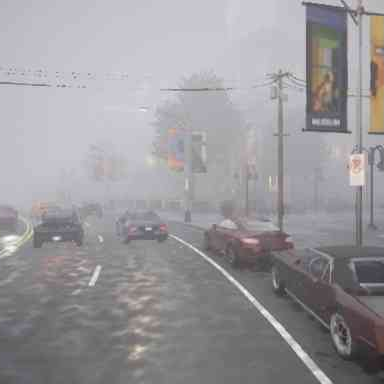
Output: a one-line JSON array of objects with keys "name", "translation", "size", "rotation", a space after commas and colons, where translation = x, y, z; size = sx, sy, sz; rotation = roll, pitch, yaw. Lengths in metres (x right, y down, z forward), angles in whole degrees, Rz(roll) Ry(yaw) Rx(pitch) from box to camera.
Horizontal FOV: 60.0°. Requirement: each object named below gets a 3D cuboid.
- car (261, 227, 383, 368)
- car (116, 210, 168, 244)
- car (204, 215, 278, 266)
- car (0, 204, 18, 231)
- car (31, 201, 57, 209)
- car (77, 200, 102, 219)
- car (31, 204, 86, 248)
[{"name": "car", "translation": [2.822, 1.591, 5.892], "size": [1.895, 1.301, 4.718], "rotation": [0, 0, -3]}, {"name": "car", "translation": [-2.540, 1.560, 16.006], "size": [2.033, 1.411, 5.357], "rotation": [0, 0, -18]}, {"name": "car", "translation": [1.784, 1.516, 11.528], "size": [2.002, 1.452, 4.674], "rotation": [0, 0, -13]}, {"name": "car", "translation": [-11.712, 1.509, 20.144], "size": [1.882, 1.535, 5.008], "rotation": [0, 0, -26]}, {"name": "car", "translation": [-12.687, 1.482, 28.760], "size": [1.882, 1.535, 5.008], "rotation": [0, 0, -33]}, {"name": "car", "translation": [-9.740, 1.514, 30.647], "size": [1.837, 1.490, 4.892], "rotation": [0, 0, -33]}, {"name": "car", "translation": [-5.875, 1.513, 14.945], "size": [1.837, 1.490, 4.892], "rotation": [0, 0, -18]}]
